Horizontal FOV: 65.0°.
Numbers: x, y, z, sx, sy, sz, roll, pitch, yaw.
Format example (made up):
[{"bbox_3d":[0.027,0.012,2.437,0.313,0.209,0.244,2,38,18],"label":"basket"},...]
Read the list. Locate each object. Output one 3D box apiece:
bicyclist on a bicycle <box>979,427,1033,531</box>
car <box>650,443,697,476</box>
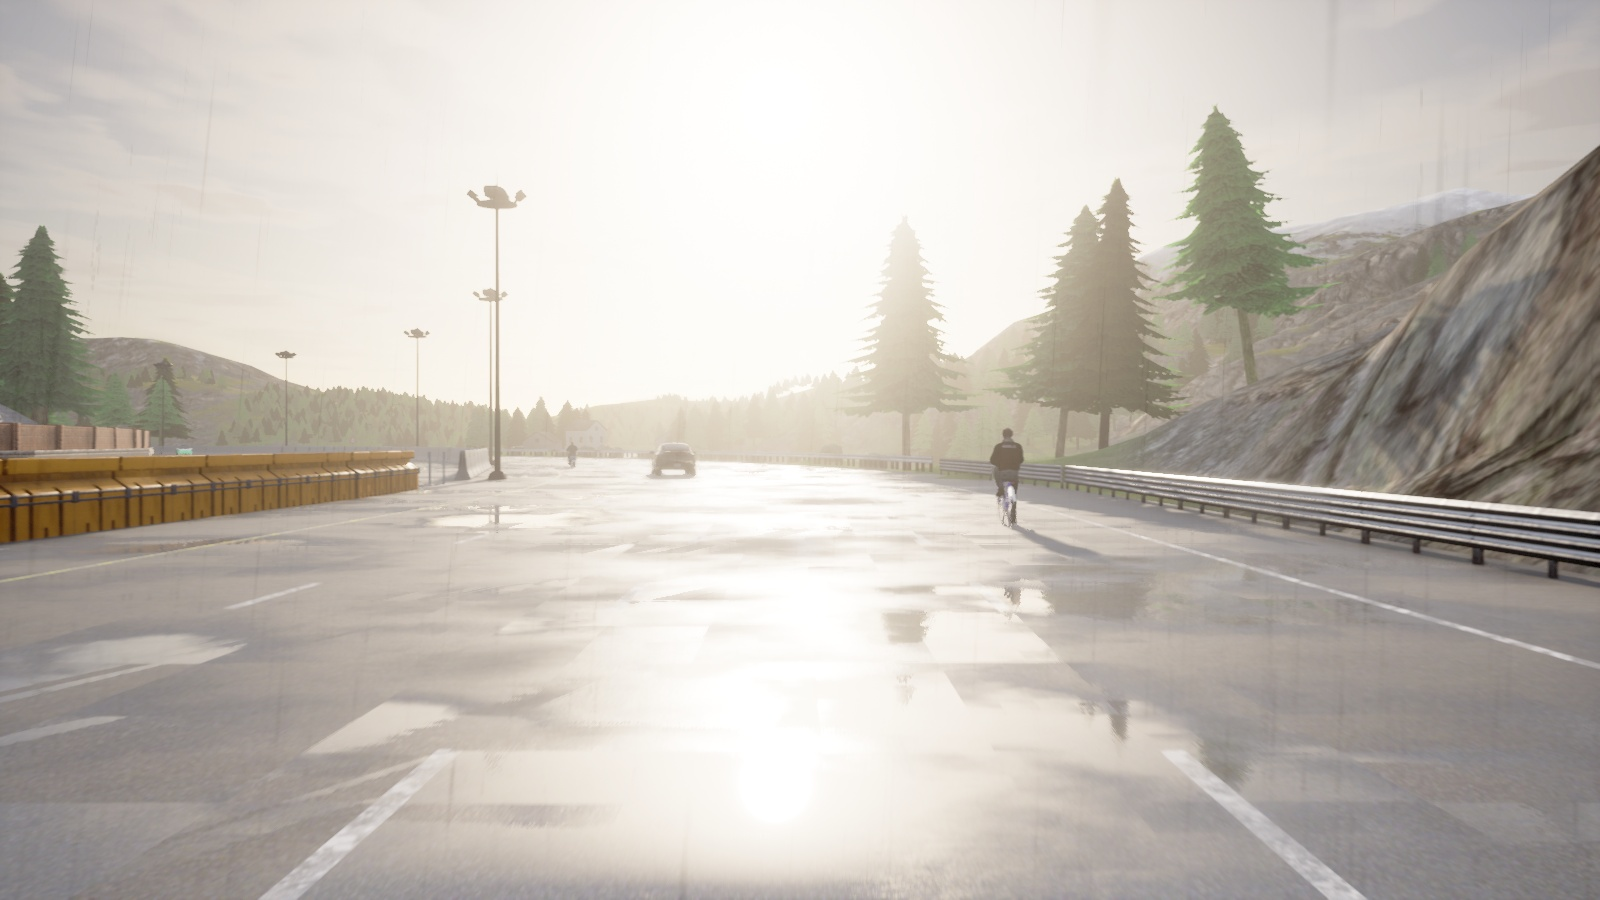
[{"bbox_3d":[3.666,0.493,22.470,0.659,1.776,1.843,0,0,0],"label":"bicyclist on a bicycle"},{"bbox_3d":[-6.018,0.412,59.279,1.837,1.490,4.892,0,0,-10],"label":"car"}]
